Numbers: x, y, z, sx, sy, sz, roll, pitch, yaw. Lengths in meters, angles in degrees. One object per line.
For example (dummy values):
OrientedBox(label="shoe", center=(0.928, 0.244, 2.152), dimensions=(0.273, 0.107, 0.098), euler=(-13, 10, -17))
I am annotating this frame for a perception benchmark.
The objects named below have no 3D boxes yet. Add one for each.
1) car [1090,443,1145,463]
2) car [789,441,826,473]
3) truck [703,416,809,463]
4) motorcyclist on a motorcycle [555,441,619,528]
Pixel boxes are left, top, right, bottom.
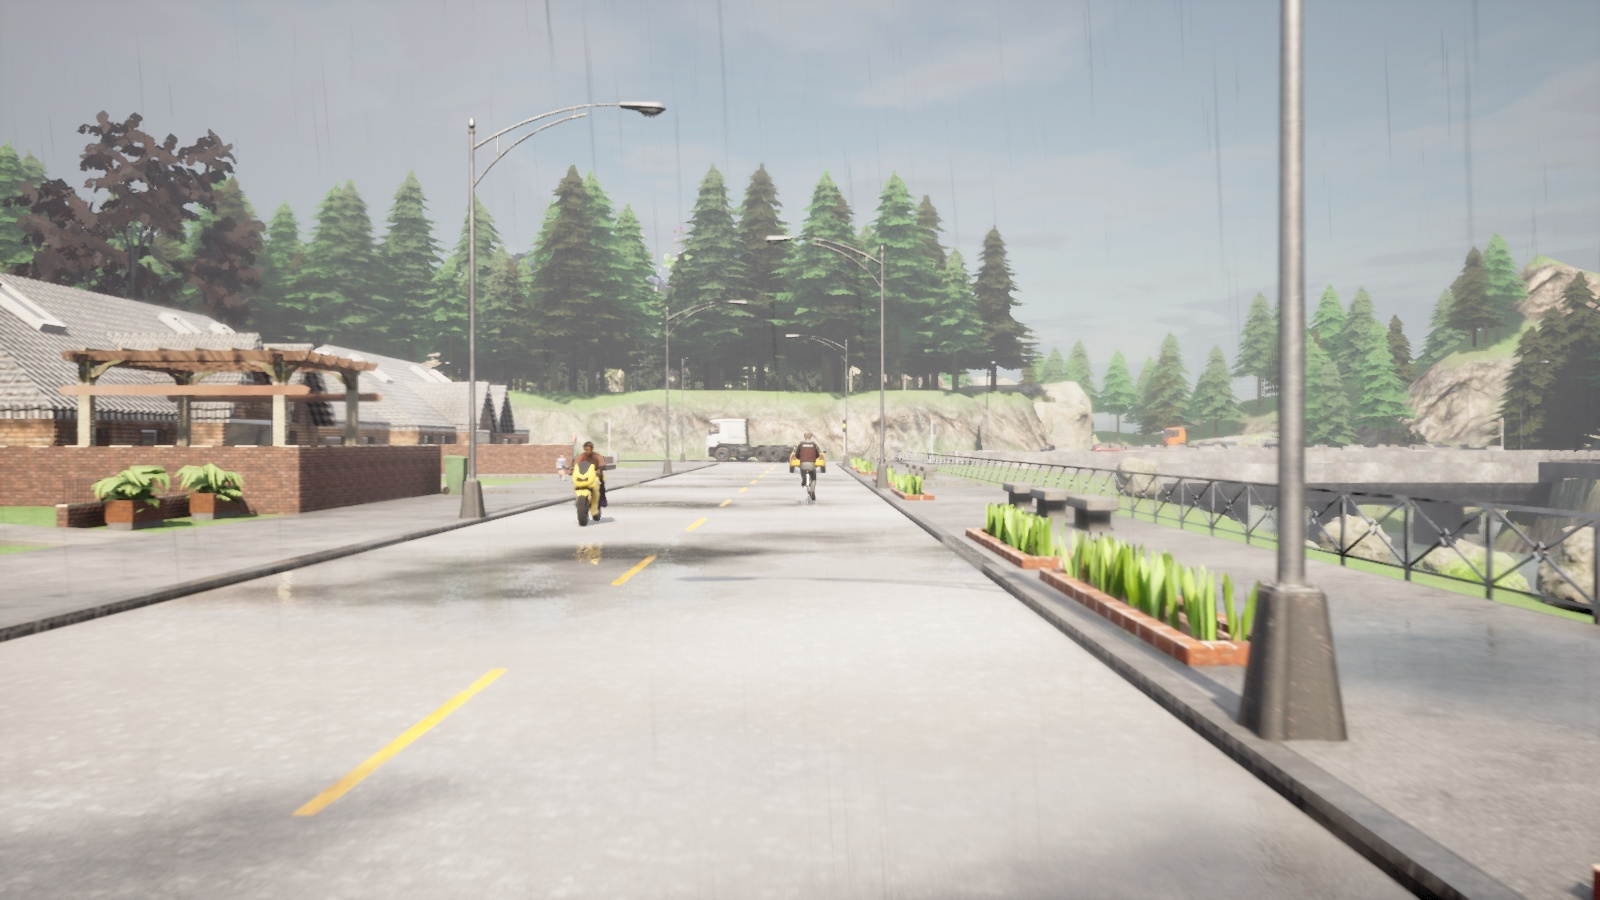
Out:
OrientedBox(label="car", center=(23.926, 0.211, 94.717), dimensions=(3.705, 1.549, 1.789), euler=(0, 0, 0))
OrientedBox(label="car", center=(0.384, 0.325, 64.036), dimensions=(1.801, 1.575, 5.366), euler=(0, 0, 0))
OrientedBox(label="truck", center=(-3.396, -0.779, 95.956), dimensions=(7.936, 3.462, 2.891), euler=(0, 0, 34))
OrientedBox(label="motorcyclist on a motorcycle", center=(-3.854, 0.597, 22.858), dimensions=(0.797, 1.523, 2.044), euler=(0, 0, 0))
